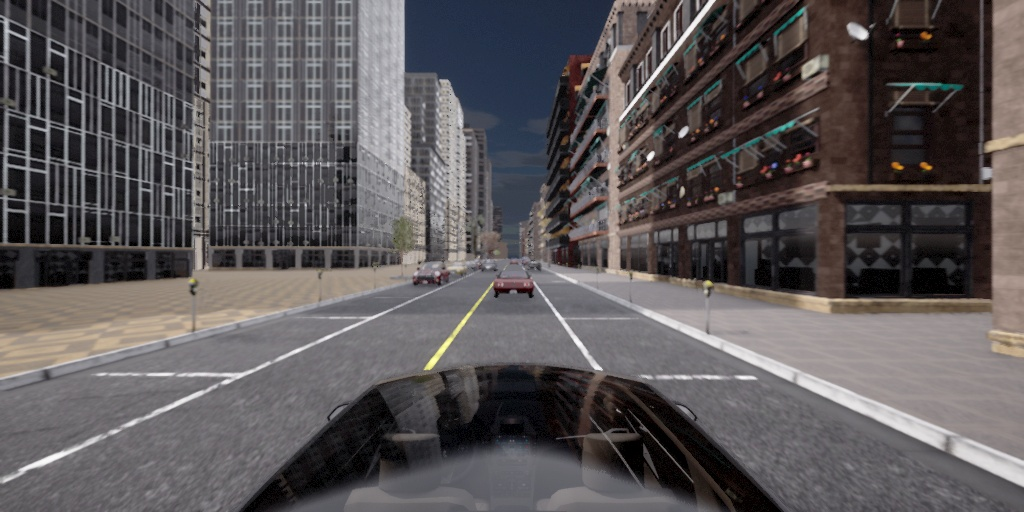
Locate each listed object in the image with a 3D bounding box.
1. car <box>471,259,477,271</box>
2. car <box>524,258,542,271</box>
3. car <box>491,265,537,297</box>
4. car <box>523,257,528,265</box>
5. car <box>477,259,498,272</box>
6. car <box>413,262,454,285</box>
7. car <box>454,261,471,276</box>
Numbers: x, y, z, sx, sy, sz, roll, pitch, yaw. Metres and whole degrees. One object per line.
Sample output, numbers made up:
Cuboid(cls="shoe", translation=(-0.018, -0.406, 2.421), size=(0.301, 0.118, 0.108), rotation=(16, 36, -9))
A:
Cuboid(cls="car", translation=(-5.431, 1.259, 47.212), size=(2.007, 1.370, 4.403), rotation=(0, 0, 0))
Cuboid(cls="car", translation=(2.949, 1.286, 47.161), size=(2.007, 1.370, 4.403), rotation=(0, 0, 0))
Cuboid(cls="car", translation=(0.092, 1.338, 18.578), size=(1.895, 1.301, 4.718), rotation=(0, 0, 0))
Cuboid(cls="car", translation=(2.982, 1.286, 52.694), size=(2.007, 1.370, 4.403), rotation=(0, 0, 0))
Cuboid(cls="car", translation=(-2.755, 1.213, 44.555), size=(2.128, 1.511, 4.902), rotation=(0, 0, 0))
Cuboid(cls="car", translation=(-5.565, 1.155, 25.081), size=(1.967, 1.591, 4.097), rotation=(0, 0, 0))
Cuboid(cls="car", translation=(-5.499, 1.236, 35.977), size=(1.751, 1.417, 4.829), rotation=(0, 0, 0))
